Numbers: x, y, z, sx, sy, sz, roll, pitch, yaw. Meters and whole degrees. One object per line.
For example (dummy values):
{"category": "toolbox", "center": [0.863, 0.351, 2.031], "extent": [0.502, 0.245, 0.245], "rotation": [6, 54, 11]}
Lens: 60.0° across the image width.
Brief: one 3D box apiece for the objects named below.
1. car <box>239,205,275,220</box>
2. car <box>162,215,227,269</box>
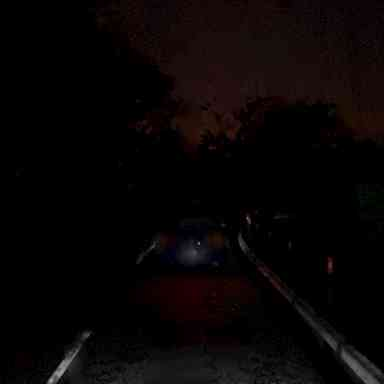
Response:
{"category": "car", "center": [5.979, 1.803, 29.888], "extent": [1.895, 1.301, 4.718], "rotation": [0, -1, 31]}
{"category": "car", "center": [0.146, 1.524, 11.411], "extent": [1.882, 1.535, 5.008], "rotation": [0, 0, 3]}
